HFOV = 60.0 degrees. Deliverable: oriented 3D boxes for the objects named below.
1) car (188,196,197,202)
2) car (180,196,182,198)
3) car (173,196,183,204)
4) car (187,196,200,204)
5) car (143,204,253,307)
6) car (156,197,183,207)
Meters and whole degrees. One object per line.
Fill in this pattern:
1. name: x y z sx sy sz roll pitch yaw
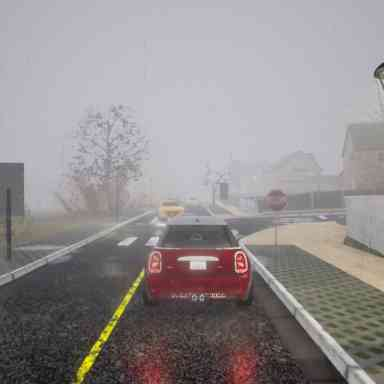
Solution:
1. car: 0.147 1.601 75.569 1.994 1.385 4.181 0 0 0
2. car: -2.732 1.621 52.363 1.895 1.301 4.718 0 0 0
3. car: -2.674 1.558 64.473 1.812 1.442 4.674 0 1 0
4. car: 0.197 1.545 51.933 1.812 1.442 4.674 0 0 0
5. car: 0.115 1.351 8.158 2.097 1.767 4.553 0 0 0
6. car: -1.989 1.477 28.473 1.882 1.535 5.008 -1 0 -12
